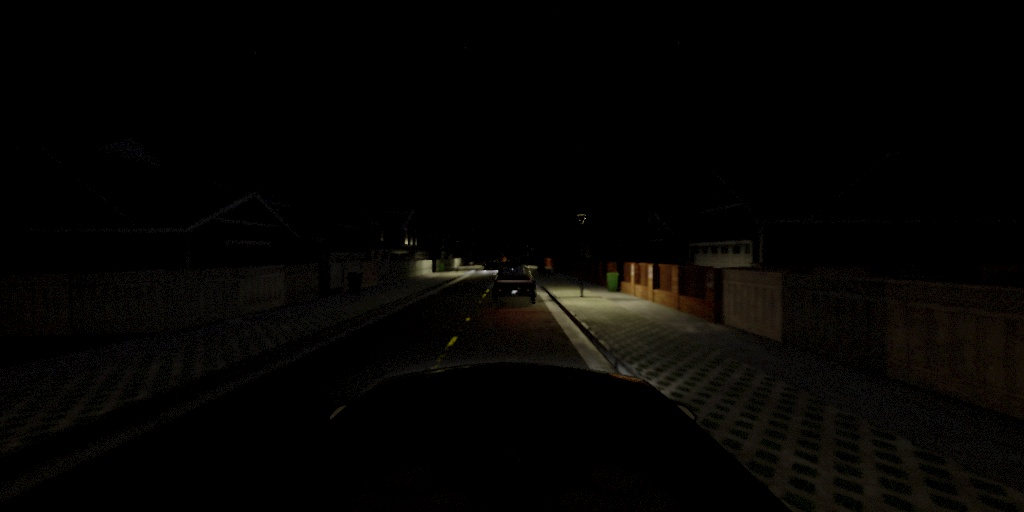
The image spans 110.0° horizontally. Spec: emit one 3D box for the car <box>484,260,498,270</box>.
[{"bbox_3d":[-2.767,1.241,49.603,1.895,1.301,4.718,0,0,0],"label":"car"}]

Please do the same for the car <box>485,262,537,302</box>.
[{"bbox_3d":[0.093,1.210,16.577,2.128,1.511,4.902,0,0,0],"label":"car"}]
